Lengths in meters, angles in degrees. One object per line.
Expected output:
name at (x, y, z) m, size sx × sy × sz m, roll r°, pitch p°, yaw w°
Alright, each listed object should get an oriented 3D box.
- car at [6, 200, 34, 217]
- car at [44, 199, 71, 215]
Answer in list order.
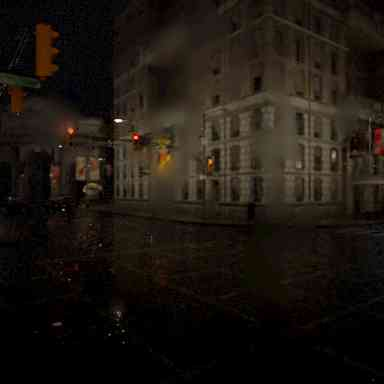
car at (-16.628, 1.467, 32.062) m, size 1.882 × 1.535 × 5.008 m, roll 0°, pitch 0°, yaw -35°
car at (-13.811, 1.486, 34.134) m, size 1.837 × 1.490 × 4.892 m, roll 0°, pitch 0°, yaw -35°
